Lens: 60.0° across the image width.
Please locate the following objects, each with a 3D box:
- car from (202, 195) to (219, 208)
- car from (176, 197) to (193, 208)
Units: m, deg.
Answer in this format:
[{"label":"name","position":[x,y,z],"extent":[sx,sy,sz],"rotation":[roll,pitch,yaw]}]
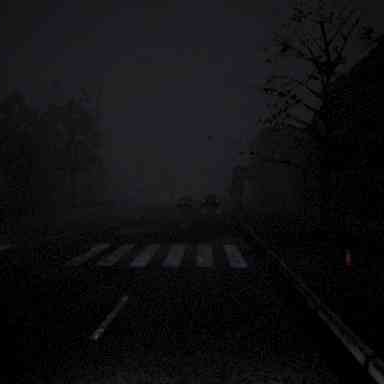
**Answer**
[{"label":"car","position":[2.407,1.105,43.013],"extent":[2.097,1.767,4.553],"rotation":[0,0,3]},{"label":"car","position":[-0.892,1.292,42.249],"extent":[2.033,1.411,5.357],"rotation":[0,0,3]}]
